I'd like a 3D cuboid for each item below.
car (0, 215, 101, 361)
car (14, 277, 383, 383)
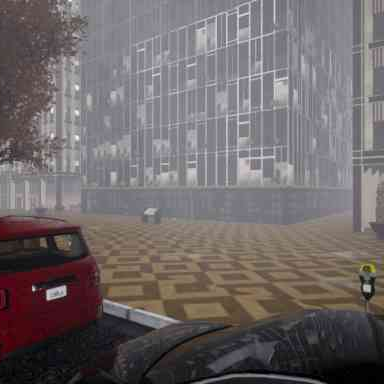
[{"bbox_3d":[-3.596,1.315,5.451,5.009,1.841,2.192,0,0,36],"label":"car"},{"bbox_3d":[0.896,1.566,2.238,4.313,1.339,1.947,0,0,36],"label":"car"}]
